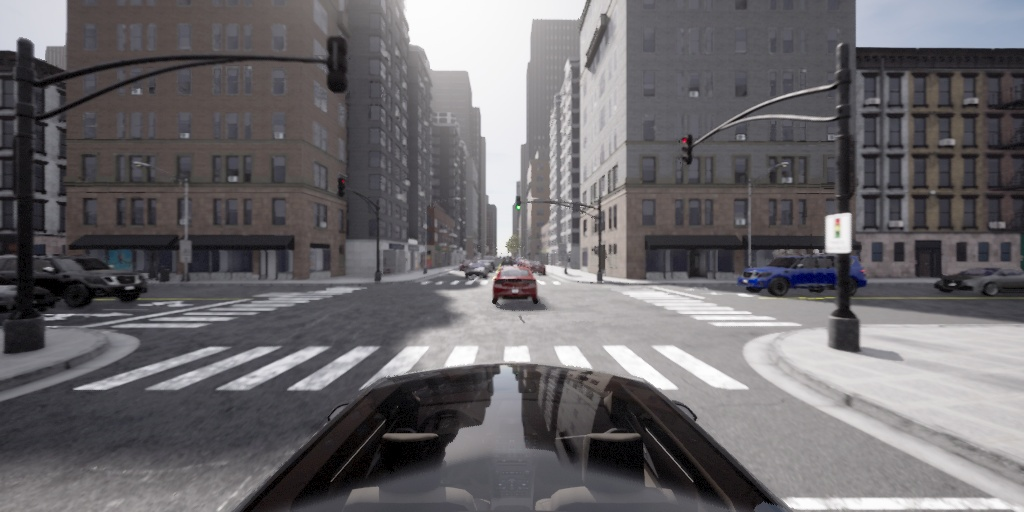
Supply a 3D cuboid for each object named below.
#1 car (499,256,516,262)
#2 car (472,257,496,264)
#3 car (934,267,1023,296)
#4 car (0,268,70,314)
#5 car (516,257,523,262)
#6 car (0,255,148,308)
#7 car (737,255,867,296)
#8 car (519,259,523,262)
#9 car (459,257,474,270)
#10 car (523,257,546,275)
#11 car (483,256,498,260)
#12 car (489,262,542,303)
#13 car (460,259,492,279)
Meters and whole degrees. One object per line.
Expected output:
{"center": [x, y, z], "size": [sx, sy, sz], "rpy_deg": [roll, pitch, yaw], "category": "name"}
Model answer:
{"center": [-0.865, 0.997, 64.624], "size": [2.150, 2.045, 5.566], "rpy_deg": [0, 0, -1], "category": "car"}
{"center": [-3.403, 1.246, 43.688], "size": [2.128, 1.511, 4.902], "rpy_deg": [0, 0, -1], "category": "car"}
{"center": [24.747, 1.293, 18.567], "size": [4.181, 1.385, 1.994], "rpy_deg": [0, 0, -1], "category": "car"}
{"center": [-17.988, 1.260, 11.618], "size": [4.892, 1.490, 1.837], "rpy_deg": [0, 0, 0], "category": "car"}
{"center": [2.063, 1.350, 61.449], "size": [1.802, 1.307, 4.207], "rpy_deg": [0, 0, -1], "category": "car"}
{"center": [-18.623, 0.979, 14.864], "size": [5.566, 2.045, 2.150], "rpy_deg": [0, 0, 0], "category": "car"}
{"center": [14.826, 0.951, 18.487], "size": [5.566, 2.045, 2.150], "rpy_deg": [0, 0, 1], "category": "car"}
{"center": [2.314, 1.340, 50.147], "size": [1.802, 1.307, 4.207], "rpy_deg": [0, 0, -1], "category": "car"}
{"center": [-6.210, 1.196, 49.967], "size": [1.967, 1.591, 4.097], "rpy_deg": [0, 0, -1], "category": "car"}
{"center": [2.564, 1.193, 38.840], "size": [1.967, 1.591, 4.097], "rpy_deg": [0, 0, -1], "category": "car"}
{"center": [-3.637, 0.981, 54.271], "size": [2.150, 2.045, 5.566], "rpy_deg": [0, 0, -1], "category": "car"}
{"center": [0.133, 1.215, 16.582], "size": [1.882, 1.535, 5.008], "rpy_deg": [0, 0, 0], "category": "car"}
{"center": [-3.246, 1.297, 33.469], "size": [2.033, 1.411, 5.357], "rpy_deg": [0, 0, -1], "category": "car"}
